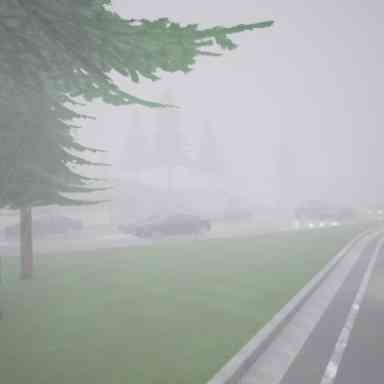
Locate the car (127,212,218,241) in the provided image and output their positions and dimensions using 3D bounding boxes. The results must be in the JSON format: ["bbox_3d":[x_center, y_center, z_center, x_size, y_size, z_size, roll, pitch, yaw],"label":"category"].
[{"bbox_3d":[-1.150,2.055,20.688,5.008,1.535,1.882,0,-2,-30],"label":"car"}]

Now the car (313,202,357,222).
[{"bbox_3d":[14.006,2.001,31.798,5.357,1.411,2.033,0,-2,-44],"label":"car"}]

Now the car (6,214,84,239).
[{"bbox_3d":[-10.295,2.375,23.515,5.008,1.535,1.882,-1,-1,-29],"label":"car"}]

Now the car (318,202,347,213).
[{"bbox_3d":[20.447,2.249,48.194,2.033,1.411,5.357,-3,-2,45],"label":"car"}]

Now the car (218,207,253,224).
[{"bbox_3d":[3.830,2.226,32.055,4.902,1.511,2.128,0,-2,-40],"label":"car"}]

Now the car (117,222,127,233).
[{"bbox_3d":[-2.543,2.242,23.789,5.357,1.411,2.033,-1,-2,-29],"label":"car"}]

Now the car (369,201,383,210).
[{"bbox_3d":[29.235,2.090,52.064,4.674,1.442,1.812,0,-2,-45],"label":"car"}]

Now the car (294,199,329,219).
[{"bbox_3d":[13.151,1.807,35.905,5.566,2.045,2.150,0,-2,-45],"label":"car"}]
